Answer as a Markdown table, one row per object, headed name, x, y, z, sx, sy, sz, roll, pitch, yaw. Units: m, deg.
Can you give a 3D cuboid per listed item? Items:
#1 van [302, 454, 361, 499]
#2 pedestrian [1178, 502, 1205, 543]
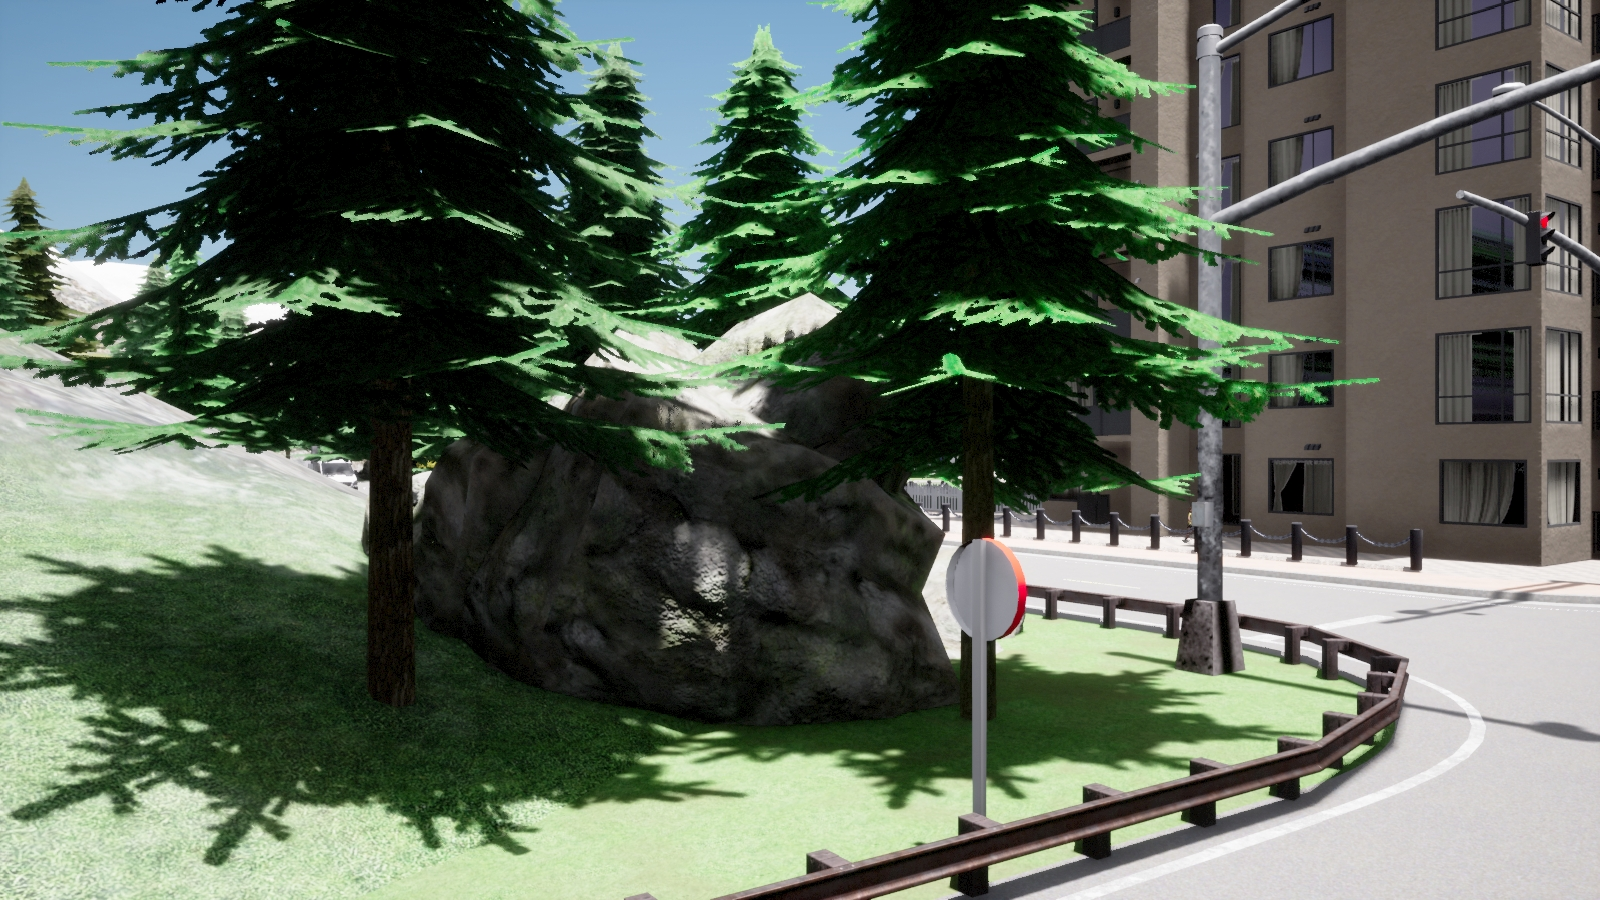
| name | x | y | z | sx | sy | sz | roll | pitch | yaw |
| --- | --- | --- | --- | --- | --- | --- | --- | --- | --- |
| van | -27.800 | 1.520 | 67.704 | 1.988 | 2.561 | 5.915 | 0 | 0 | -35 |
| pedestrian | 11.022 | 2.040 | 32.171 | 0.500 | 1.100 | 0.500 | 0 | 0 | -33 |
